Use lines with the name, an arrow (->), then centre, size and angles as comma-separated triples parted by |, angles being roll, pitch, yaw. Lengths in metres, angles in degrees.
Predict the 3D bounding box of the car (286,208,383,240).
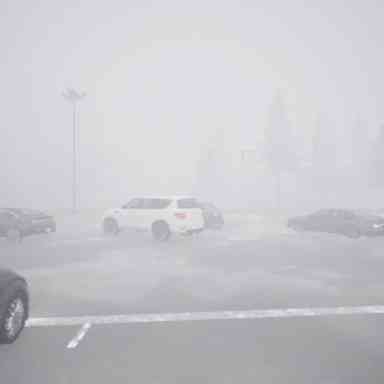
car -> 7.457, 1.527, 17.135 | 2.033, 1.411, 5.357 | 0, 0, -33

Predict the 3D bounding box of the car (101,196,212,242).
car -> -2.067, 1.201, 16.603 | 5.566, 2.045, 2.150 | 0, -1, 35

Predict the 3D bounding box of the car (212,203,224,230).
car -> -0.476, 1.329, 19.492 | 4.553, 1.767, 2.097 | 0, 0, 35

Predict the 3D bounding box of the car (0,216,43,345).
car -> -3.577, 1.348, 3.471 | 2.097, 1.767, 4.553 | 0, 0, -3

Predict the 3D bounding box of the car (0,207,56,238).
car -> -8.775, 1.473, 15.484 | 4.902, 1.511, 2.128 | 0, 0, 15
